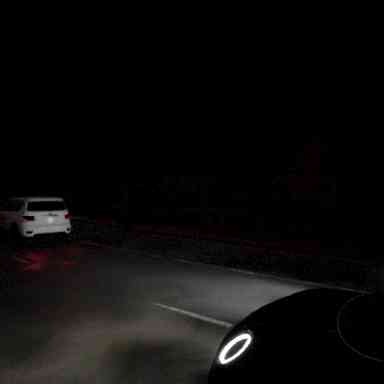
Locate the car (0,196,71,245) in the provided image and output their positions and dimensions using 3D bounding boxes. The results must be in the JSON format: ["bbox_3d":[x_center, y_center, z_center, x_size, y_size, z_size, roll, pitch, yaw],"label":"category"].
[{"bbox_3d":[-7.778,1.228,15.868,2.150,2.045,5.566,0,0,-44],"label":"car"}]

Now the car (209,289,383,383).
[{"bbox_3d":[2.358,1.363,2.456,4.553,1.767,2.097,0,0,35],"label":"car"}]
